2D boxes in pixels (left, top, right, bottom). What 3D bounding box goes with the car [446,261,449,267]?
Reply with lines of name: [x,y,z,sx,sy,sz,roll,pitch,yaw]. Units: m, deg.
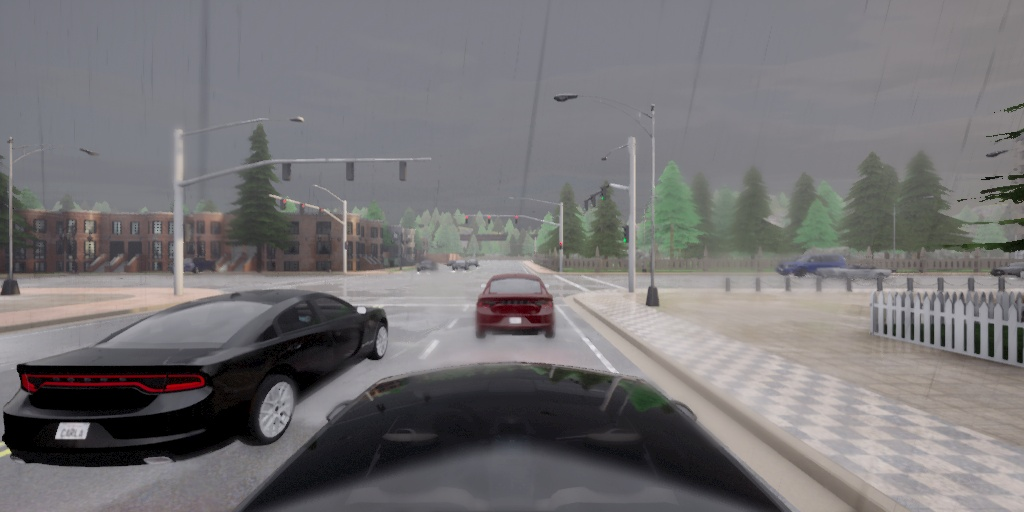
car: [-10.430,1.267,63.863,1.994,1.385,4.181,0,0,1]

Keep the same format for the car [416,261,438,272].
car: [-10.517,1.280,44.834,1.994,1.385,4.181,0,0,0]

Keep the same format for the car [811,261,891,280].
car: [28.288,1.329,29.833,4.718,1.301,1.895,0,0,0]

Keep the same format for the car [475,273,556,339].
car: [0.090,1.221,10.107,1.882,1.535,5.008,0,0,0]

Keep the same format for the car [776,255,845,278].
car: [27.872,0.947,33.334,5.566,2.045,2.150,0,0,0]

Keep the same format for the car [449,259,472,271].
car: [-6.997,1.239,49.449,1.812,1.442,4.674,0,0,0]

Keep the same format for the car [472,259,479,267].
car: [-6.937,1.228,63.313,1.812,1.442,4.674,0,0,1]

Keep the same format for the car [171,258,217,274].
car: [-33.616,0.944,38.071,2.097,1.767,4.553,-2,2,-13]

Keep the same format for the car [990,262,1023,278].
car: [47.508,1.273,33.190,4.892,1.490,1.837,0,0,0]

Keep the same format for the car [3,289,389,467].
car: [-3.436,1.225,5.299,1.882,1.535,5.008,0,0,1]
